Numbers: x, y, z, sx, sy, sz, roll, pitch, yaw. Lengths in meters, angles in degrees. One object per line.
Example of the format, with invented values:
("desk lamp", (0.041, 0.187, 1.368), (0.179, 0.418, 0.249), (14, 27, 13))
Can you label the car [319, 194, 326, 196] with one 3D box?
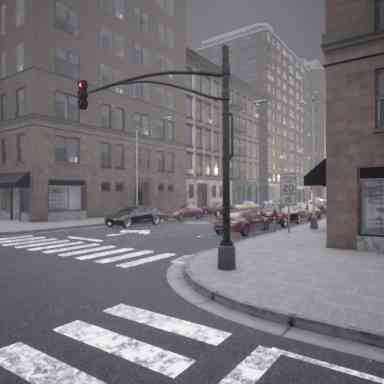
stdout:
("car", (21.592, 1.549, 58.272), (1.752, 1.417, 4.829), (0, 0, 35))

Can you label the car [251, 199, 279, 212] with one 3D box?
("car", (8.915, 1.598, 40.409), (1.802, 1.307, 4.206), (0, 0, 35))

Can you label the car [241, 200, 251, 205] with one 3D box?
("car", (5.623, 1.542, 35.769), (1.752, 1.417, 4.829), (0, 0, 35))

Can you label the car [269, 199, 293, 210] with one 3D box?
("car", (12.107, 1.599, 44.909), (1.802, 1.307, 4.206), (0, 0, 35))

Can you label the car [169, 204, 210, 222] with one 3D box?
("car", (-0.665, 1.602, 26.907), (1.802, 1.307, 4.206), (0, 0, 35))

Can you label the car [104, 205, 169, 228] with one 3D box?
("car", (-3.858, 1.588, 22.406), (1.947, 1.339, 4.313), (0, 0, 35))

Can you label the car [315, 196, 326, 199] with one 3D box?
("car", (12.268, 1.407, 31.268), (1.967, 1.590, 4.097), (0, 0, 35))

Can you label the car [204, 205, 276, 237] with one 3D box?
("car", (2.688, 1.554, 17.764), (1.802, 1.307, 4.206), (0, 0, 35))

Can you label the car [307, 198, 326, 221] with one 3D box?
("car", (9.173, 1.493, 26.905), (1.752, 1.417, 4.829), (0, 0, 35))

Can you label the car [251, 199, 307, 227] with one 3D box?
("car", (5.881, 1.410, 22.265), (1.967, 1.590, 4.097), (0, 0, 35))

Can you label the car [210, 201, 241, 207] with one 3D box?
("car", (2.528, 1.563, 31.407), (1.887, 1.381, 4.507), (0, 0, 35))
